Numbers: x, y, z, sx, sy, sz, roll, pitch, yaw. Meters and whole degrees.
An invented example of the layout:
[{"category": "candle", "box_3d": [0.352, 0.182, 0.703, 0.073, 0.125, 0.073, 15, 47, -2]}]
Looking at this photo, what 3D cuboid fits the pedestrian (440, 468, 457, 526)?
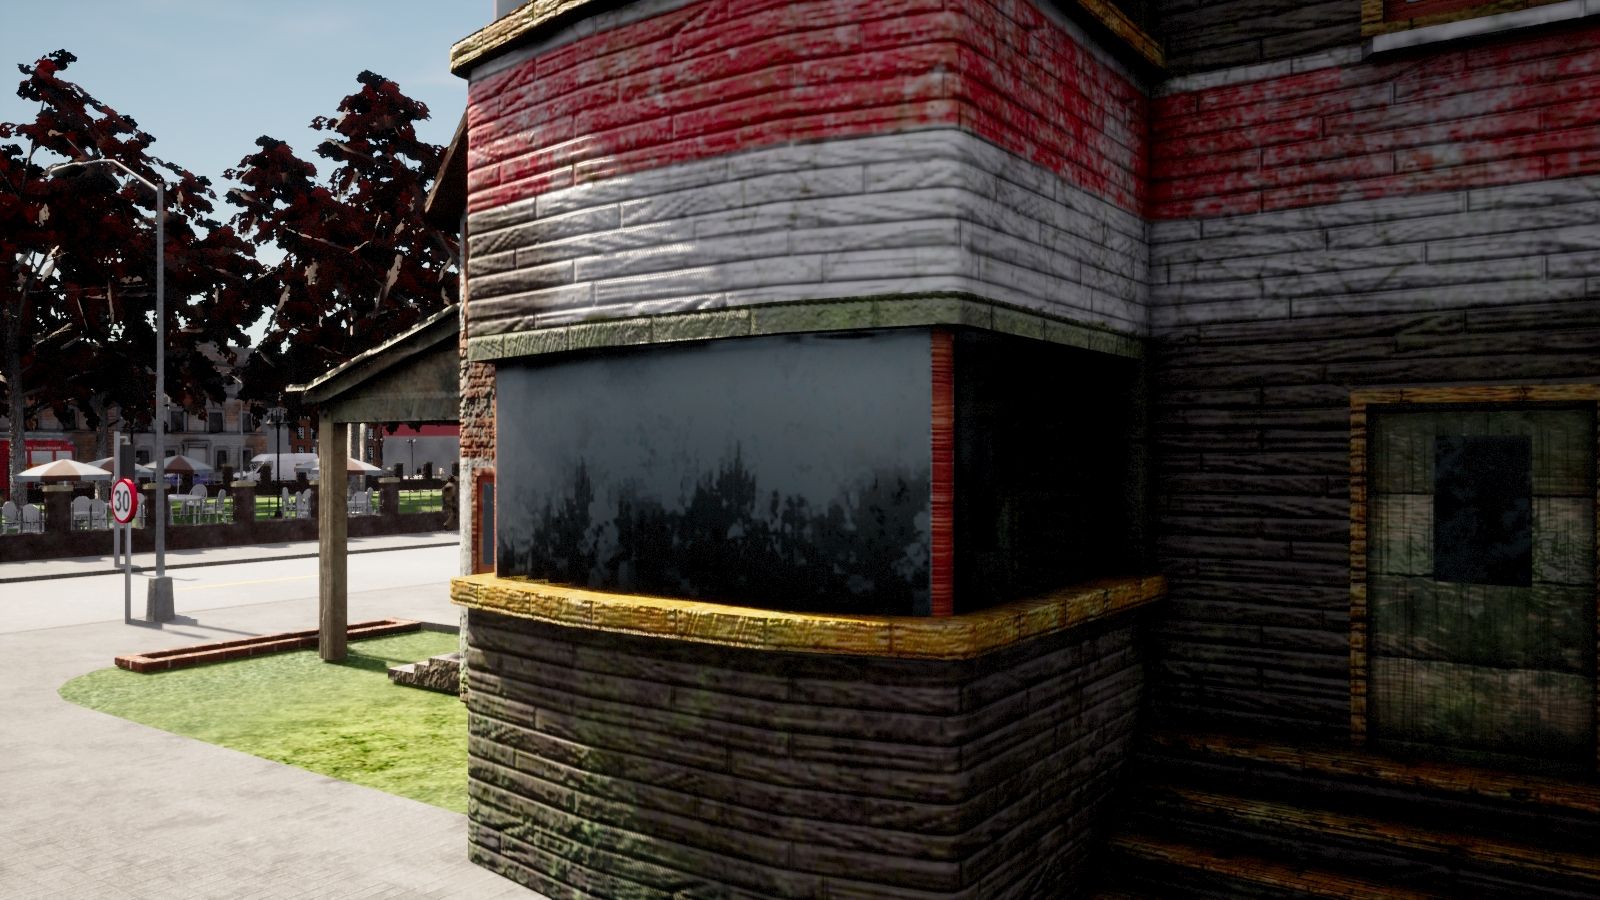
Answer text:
[{"category": "pedestrian", "box_3d": [-11.472, 1.525, 37.322, 0.375, 1.860, 0.375, 0, 0, 34]}]
